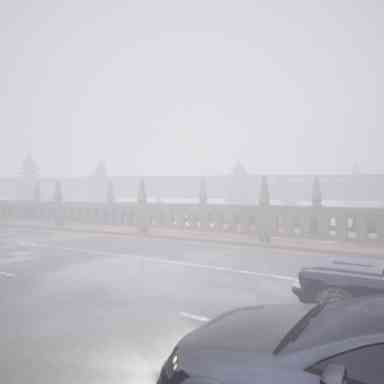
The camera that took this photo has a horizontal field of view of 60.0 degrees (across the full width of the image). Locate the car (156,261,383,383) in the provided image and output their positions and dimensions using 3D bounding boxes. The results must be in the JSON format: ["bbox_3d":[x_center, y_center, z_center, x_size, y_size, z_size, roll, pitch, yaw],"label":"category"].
[{"bbox_3d":[1.718,1.549,2.558,4.181,1.385,1.994,0,0,35],"label":"car"}]

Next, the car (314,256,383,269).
[{"bbox_3d":[4.106,1.571,5.240,4.718,1.301,1.895,0,0,35],"label":"car"}]
